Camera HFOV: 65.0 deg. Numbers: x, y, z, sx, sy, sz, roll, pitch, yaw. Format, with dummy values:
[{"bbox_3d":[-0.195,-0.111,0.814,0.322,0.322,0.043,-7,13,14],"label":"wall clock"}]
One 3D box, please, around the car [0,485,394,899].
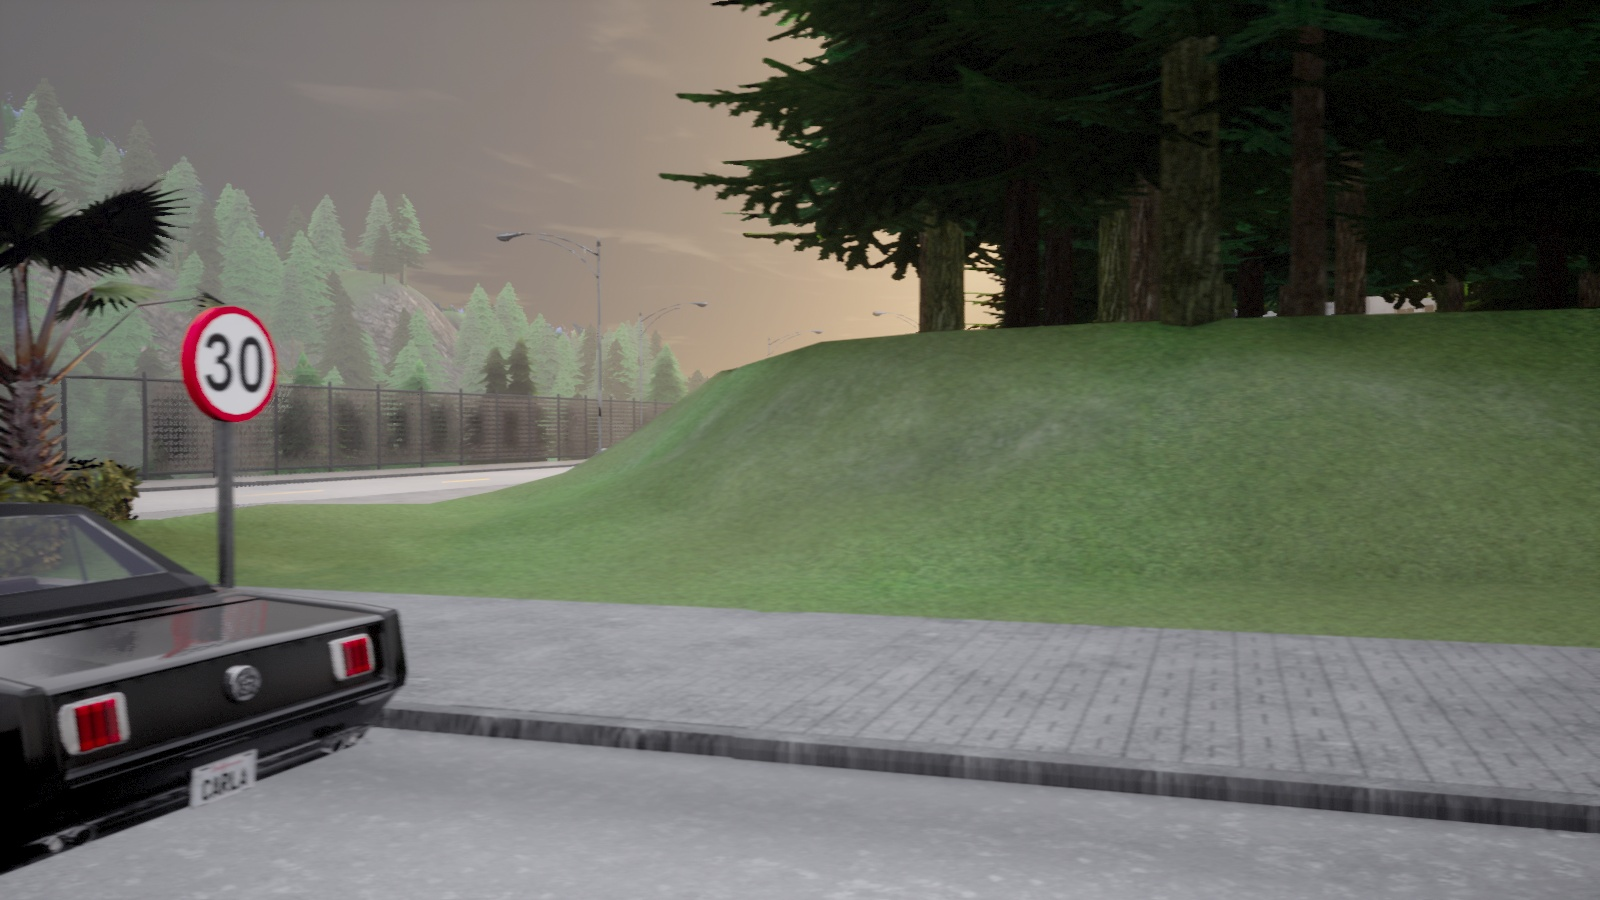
[{"bbox_3d":[-4.252,0.828,5.154,4.718,1.301,1.895,1,1,19],"label":"car"}]
